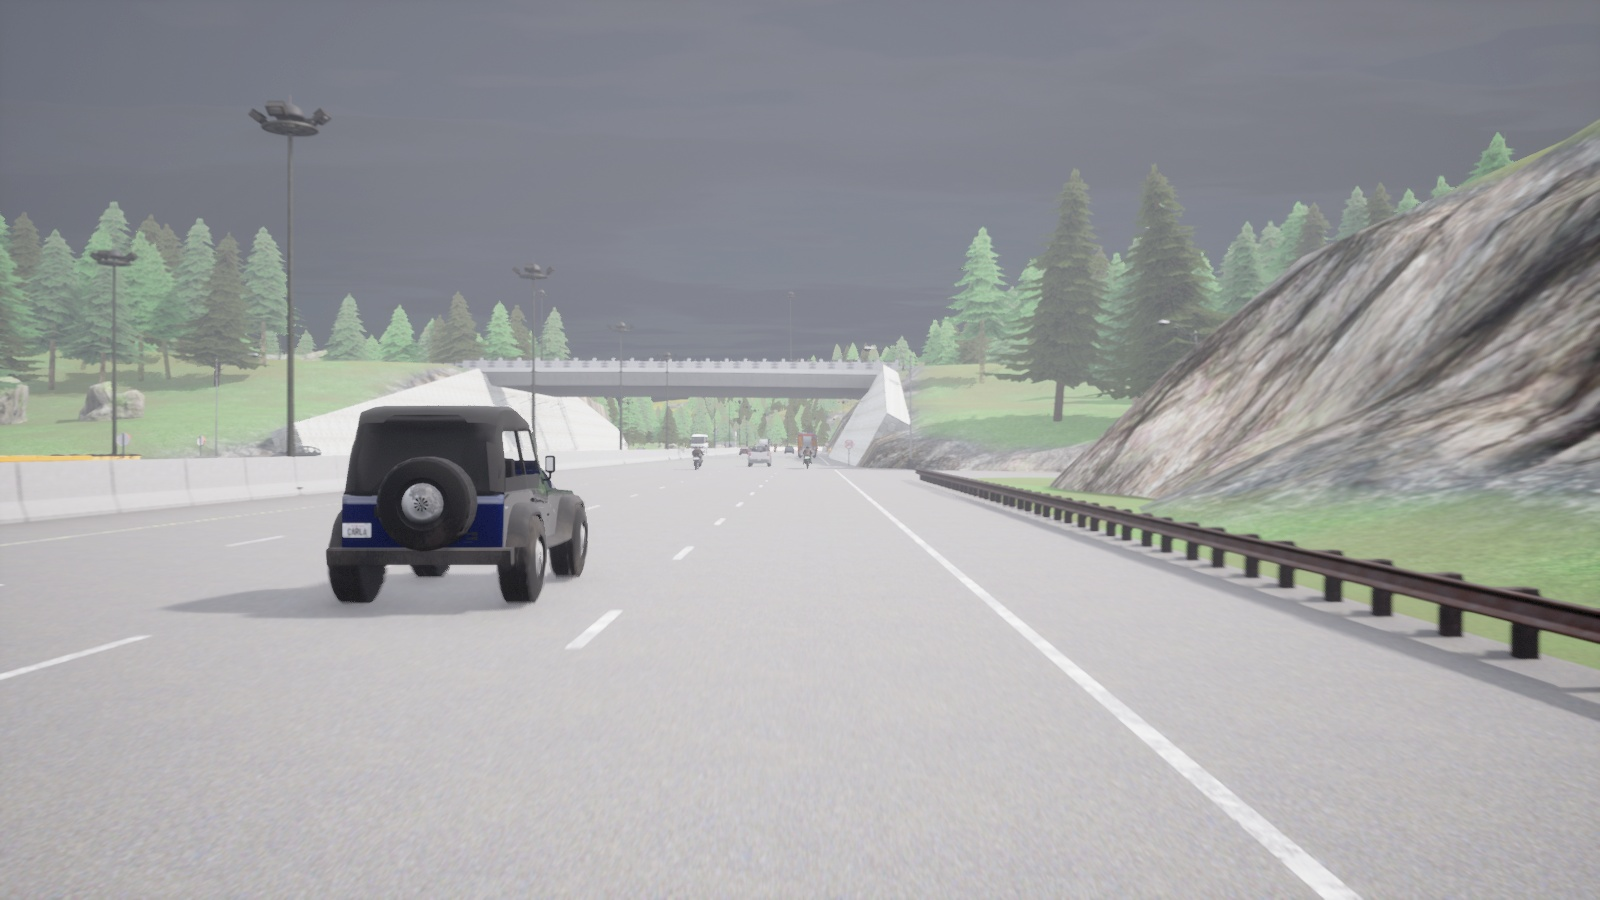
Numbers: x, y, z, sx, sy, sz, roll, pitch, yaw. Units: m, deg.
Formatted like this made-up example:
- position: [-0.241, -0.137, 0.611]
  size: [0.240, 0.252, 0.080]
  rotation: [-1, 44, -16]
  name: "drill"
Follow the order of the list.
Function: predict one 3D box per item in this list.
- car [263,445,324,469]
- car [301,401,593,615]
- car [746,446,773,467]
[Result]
- position: [-33.688, 0.444, 83.639]
  size: [1.789, 1.549, 3.705]
  rotation: [0, 0, 17]
  name: "car"
- position: [-3.410, 0.501, 12.938]
  size: [1.905, 1.878, 3.866]
  rotation: [0, 0, 0]
  name: "car"
- position: [-2.954, 0.477, 92.440]
  size: [1.845, 1.501, 3.633]
  rotation: [0, 0, 0]
  name: "car"
